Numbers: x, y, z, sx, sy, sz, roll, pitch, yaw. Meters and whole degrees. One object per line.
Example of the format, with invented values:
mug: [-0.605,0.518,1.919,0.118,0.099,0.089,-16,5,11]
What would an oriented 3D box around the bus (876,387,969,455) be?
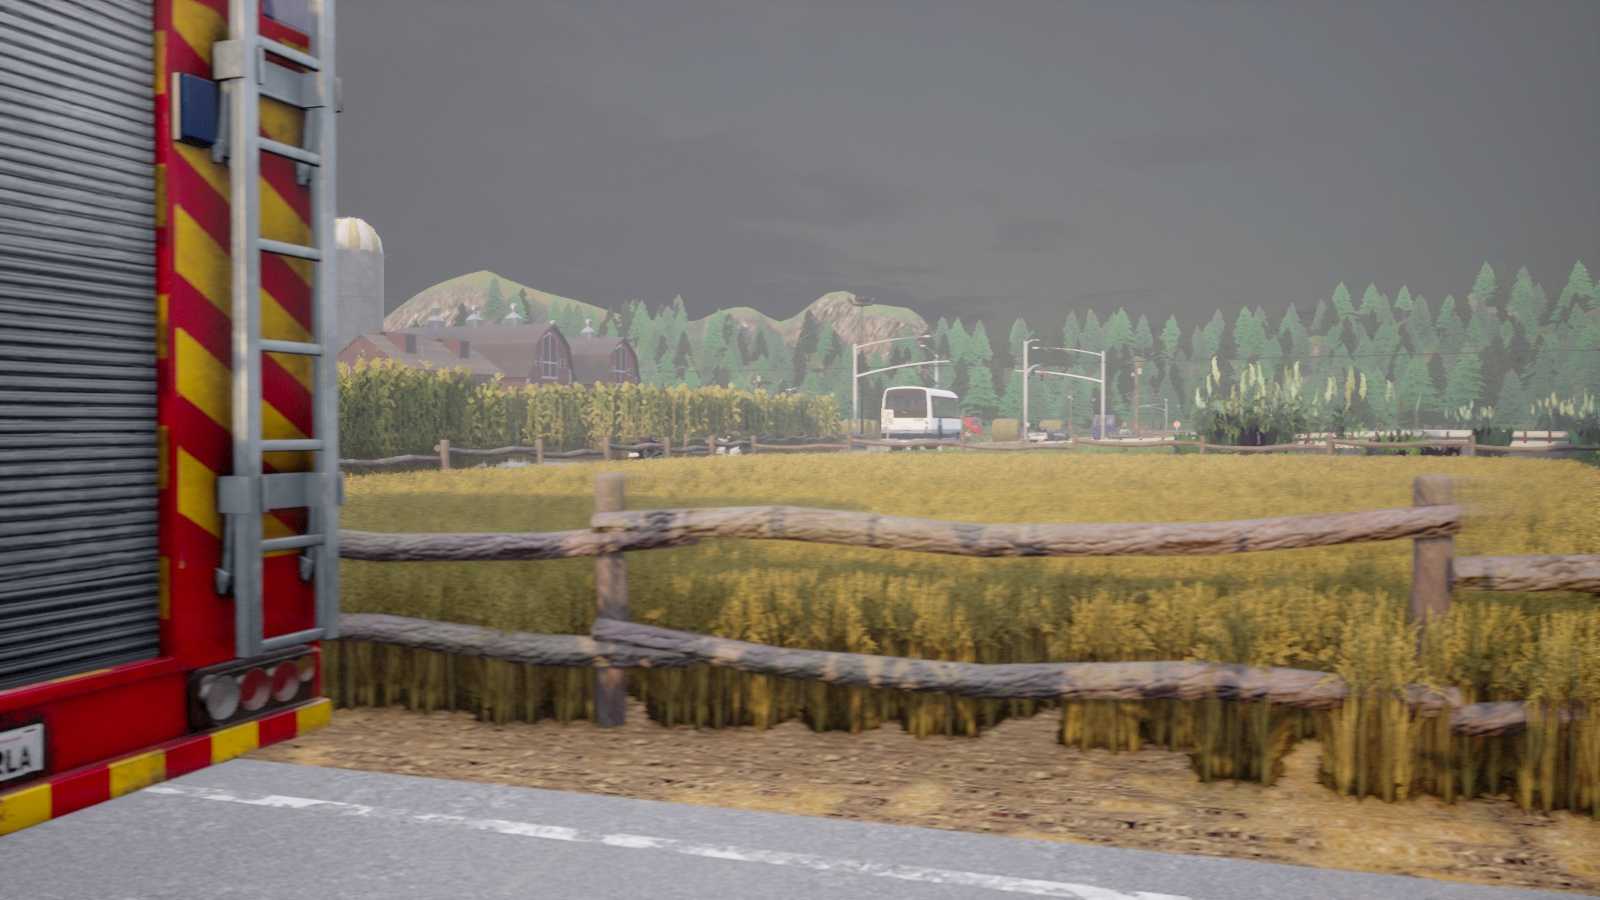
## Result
bus: [8.305,-1.886,83.613,3.944,4.253,10.273,1,1,18]

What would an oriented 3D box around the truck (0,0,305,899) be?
truck: [-6.472,-0.456,5.039,8.468,3.827,2.891,1,1,19]

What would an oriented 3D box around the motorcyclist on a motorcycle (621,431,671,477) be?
motorcyclist on a motorcycle: [-5.262,0.124,43.028,0.866,1.530,2.191,1,1,18]

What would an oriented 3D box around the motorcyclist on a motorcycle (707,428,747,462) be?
motorcyclist on a motorcycle: [-3.502,-0.231,60.161,0.866,1.590,1.817,-2,-1,39]
